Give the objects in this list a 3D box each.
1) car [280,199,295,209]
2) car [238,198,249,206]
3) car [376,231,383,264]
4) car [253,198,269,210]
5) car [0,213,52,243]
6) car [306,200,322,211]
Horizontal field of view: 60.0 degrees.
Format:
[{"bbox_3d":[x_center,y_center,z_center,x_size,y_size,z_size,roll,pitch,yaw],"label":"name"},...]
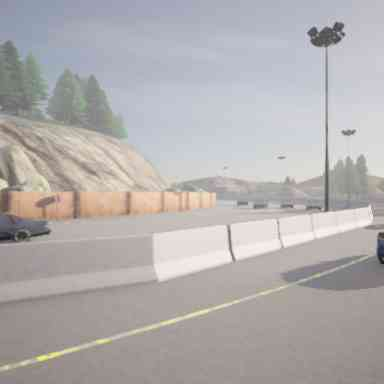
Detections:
[{"bbox_3d":[14.127,1.749,49.162,2.033,1.411,5.357,0,0,16],"label":"car"},{"bbox_3d":[9.190,1.732,59.680,1.882,1.535,5.008,0,-1,8],"label":"car"},{"bbox_3d":[7.703,1.518,10.938,5.008,1.535,1.882,0,0,-45],"label":"car"},{"bbox_3d":[9.850,1.704,47.359,1.837,1.490,4.892,0,0,18],"label":"car"},{"bbox_3d":[-9.175,1.625,14.752,5.357,1.411,2.033,0,0,-37],"label":"car"},{"bbox_3d":[15.877,1.721,43.271,2.033,1.411,5.357,0,0,20],"label":"car"}]
